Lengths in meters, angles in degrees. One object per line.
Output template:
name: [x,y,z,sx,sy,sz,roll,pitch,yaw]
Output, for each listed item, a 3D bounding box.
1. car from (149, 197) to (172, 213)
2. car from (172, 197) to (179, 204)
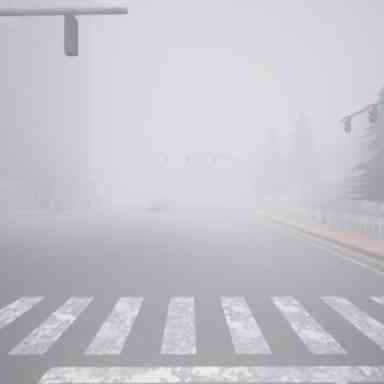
car: [-3.538,1.500,36.519,1.882,1.535,5.008,0,0,0]
car: [-4.226,1.566,63.064,1.895,1.301,4.718,0,0,-28]
